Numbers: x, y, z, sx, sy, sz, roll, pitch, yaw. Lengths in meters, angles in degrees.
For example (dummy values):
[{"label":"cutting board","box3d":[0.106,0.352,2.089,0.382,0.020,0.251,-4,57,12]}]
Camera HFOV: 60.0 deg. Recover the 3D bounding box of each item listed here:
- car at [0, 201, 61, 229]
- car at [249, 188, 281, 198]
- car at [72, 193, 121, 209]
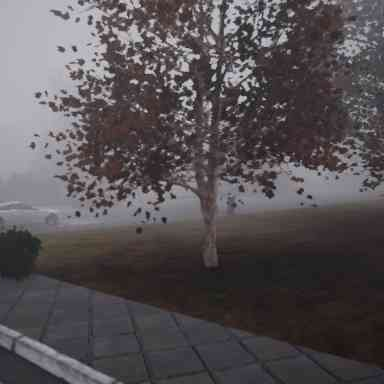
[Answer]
[{"label":"car","box3d":[-10.066,1.280,19.344,4.674,1.442,1.812,0,1,-44]},{"label":"car","box3d":[10.223,-0.067,46.741,4.892,1.490,1.837,-3,2,-27]},{"label":"car","box3d":[-9.592,0.898,33.741,4.892,1.490,1.837,-2,2,-38]}]
